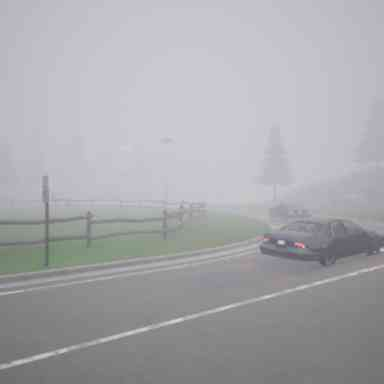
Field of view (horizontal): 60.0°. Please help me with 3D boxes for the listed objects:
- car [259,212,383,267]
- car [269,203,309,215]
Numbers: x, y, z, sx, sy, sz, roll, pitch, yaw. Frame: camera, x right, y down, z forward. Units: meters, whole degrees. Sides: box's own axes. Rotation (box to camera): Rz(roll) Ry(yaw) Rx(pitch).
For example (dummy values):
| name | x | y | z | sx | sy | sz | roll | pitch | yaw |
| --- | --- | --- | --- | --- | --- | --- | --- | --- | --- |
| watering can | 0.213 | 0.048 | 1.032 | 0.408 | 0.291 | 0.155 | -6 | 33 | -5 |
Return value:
| name | x | y | z | sx | sy | sz | roll | pitch | yaw |
| --- | --- | --- | --- | --- | --- | --- | --- | --- | --- |
| car | 4.679 | 1.577 | 11.538 | 5.357 | 1.411 | 2.033 | 0 | 0 | -37 |
| car | 8.000 | 1.611 | 27.734 | 2.033 | 1.411 | 5.357 | 0 | 0 | -4 |
